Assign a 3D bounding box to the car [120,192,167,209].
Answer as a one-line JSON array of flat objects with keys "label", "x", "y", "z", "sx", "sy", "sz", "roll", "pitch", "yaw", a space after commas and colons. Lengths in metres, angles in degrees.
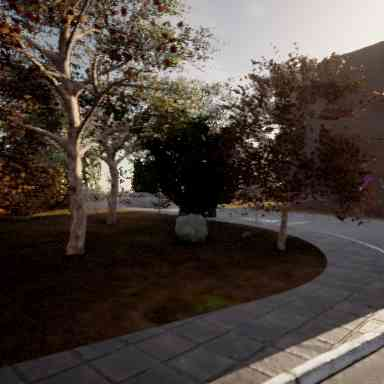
[{"label": "car", "x": -4.053, "y": 0.720, "z": 29.333, "sx": 4.718, "sy": 1.301, "sz": 1.895, "roll": 3, "pitch": 1, "yaw": 32}]
